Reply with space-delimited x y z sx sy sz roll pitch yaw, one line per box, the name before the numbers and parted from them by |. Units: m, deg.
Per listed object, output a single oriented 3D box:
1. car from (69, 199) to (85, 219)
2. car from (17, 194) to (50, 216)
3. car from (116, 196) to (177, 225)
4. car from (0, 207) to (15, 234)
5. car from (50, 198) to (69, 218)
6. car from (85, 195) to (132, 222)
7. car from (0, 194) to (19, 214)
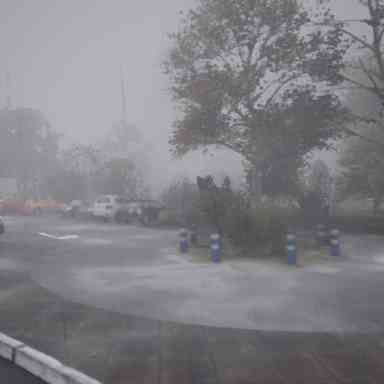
car | -7.710 1.399 28.551 2.185 1.767 4.553 0 0 36
car | -14.441 1.385 33.287 2.185 1.767 4.553 0 0 36
car | -3.113 1.409 25.188 2.185 1.767 4.553 0 0 36
car | -10.813 1.574 14.671 2.002 1.452 4.674 0 -1 36
car | -9.975 1.394 30.171 2.185 1.767 4.553 0 0 36
car | -5.344 1.278 26.856 2.435 2.045 5.566 0 0 36
car | -16.773 1.254 35.027 2.435 2.045 5.566 0 0 36
